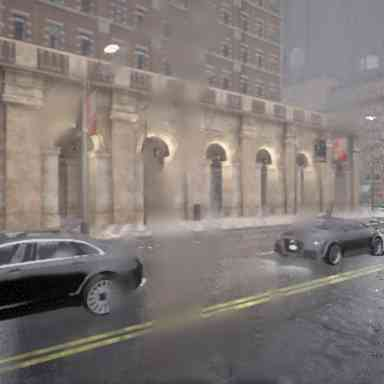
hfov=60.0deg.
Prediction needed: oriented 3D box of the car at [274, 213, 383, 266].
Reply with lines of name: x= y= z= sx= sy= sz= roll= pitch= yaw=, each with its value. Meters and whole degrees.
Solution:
car: x=4.859 y=1.577 z=11.708 sx=4.181 sy=1.385 sz=1.994 roll=0 pitch=0 yaw=-35

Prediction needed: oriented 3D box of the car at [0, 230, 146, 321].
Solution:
car: x=-3.243 y=1.482 z=5.977 sx=4.902 sy=1.511 sz=2.128 roll=0 pitch=0 yaw=-34

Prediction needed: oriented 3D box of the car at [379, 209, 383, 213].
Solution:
car: x=13.774 y=1.606 z=22.186 sx=4.674 sy=1.442 sz=1.812 roll=0 pitch=0 yaw=-36
